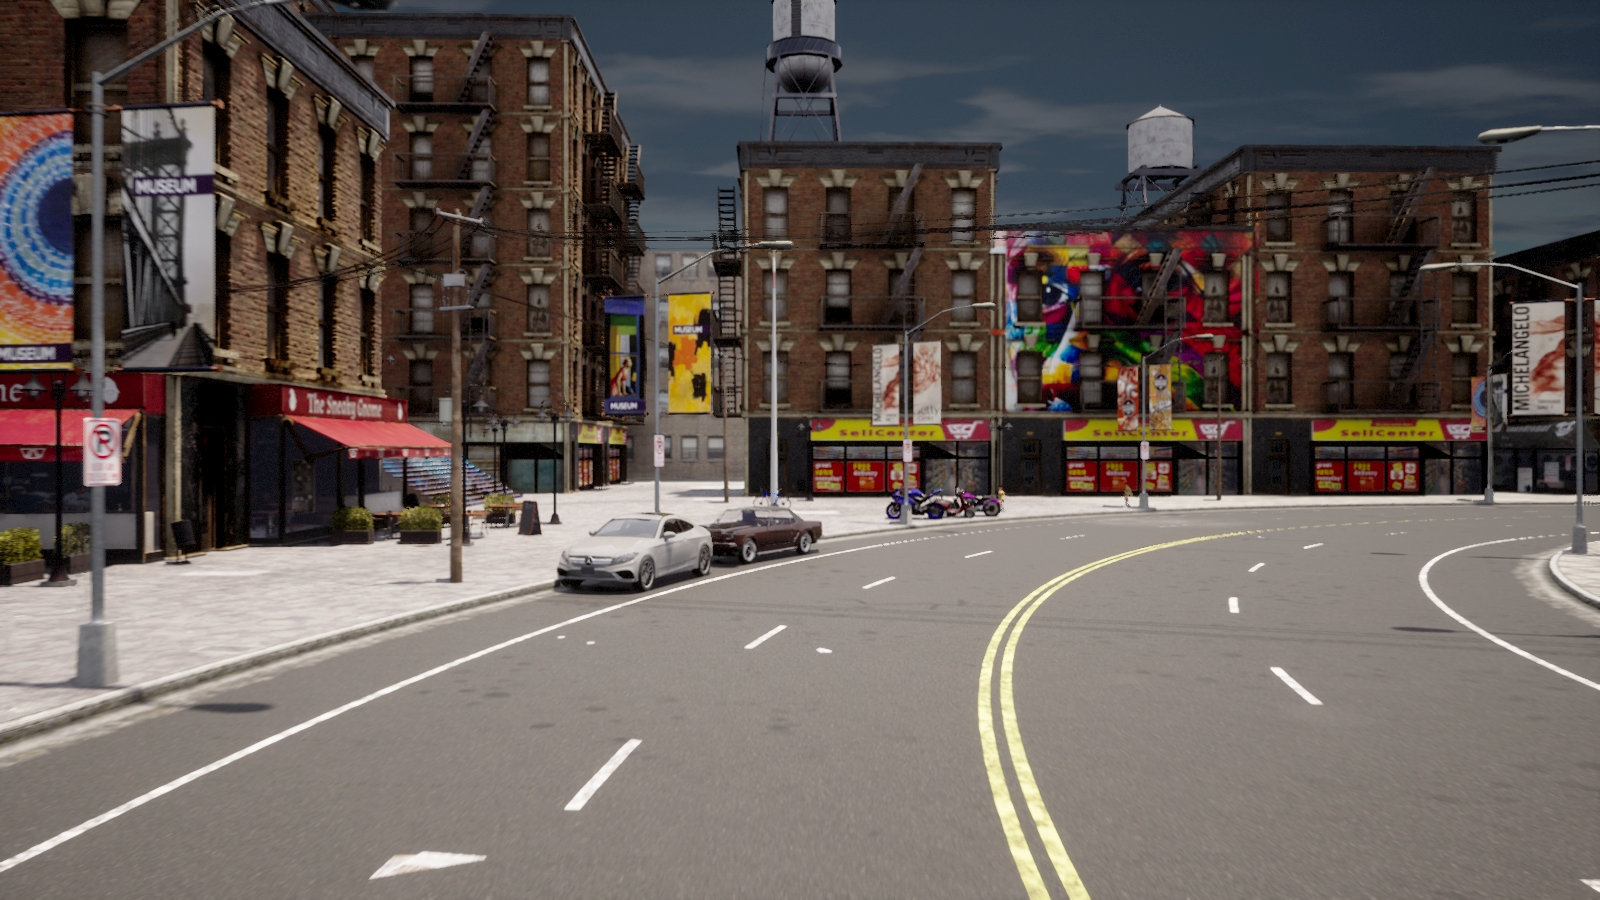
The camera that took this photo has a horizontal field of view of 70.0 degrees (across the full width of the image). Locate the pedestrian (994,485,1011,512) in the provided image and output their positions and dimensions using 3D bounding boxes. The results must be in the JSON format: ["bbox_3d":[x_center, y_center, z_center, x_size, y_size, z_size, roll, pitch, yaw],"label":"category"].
[{"bbox_3d":[8.649,2.076,48.893,0.500,1.100,0.500,0,0,-35],"label":"pedestrian"}]

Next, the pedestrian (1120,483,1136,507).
[{"bbox_3d":[15.305,2.077,53.253,0.500,1.100,0.500,0,0,-30],"label":"pedestrian"}]
